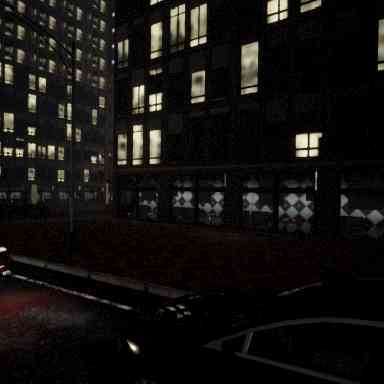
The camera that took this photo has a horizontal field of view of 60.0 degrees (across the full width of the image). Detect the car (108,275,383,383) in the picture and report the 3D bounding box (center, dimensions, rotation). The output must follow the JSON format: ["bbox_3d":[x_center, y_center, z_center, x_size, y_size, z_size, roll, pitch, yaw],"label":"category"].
[{"bbox_3d":[1.392,1.491,2.687,4.902,1.511,2.128,0,0,35],"label":"car"}]

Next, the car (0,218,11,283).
[{"bbox_3d":[-6.376,1.487,8.203,4.902,1.511,2.128,0,0,36],"label":"car"}]

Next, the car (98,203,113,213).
[{"bbox_3d":[-8.888,1.828,39.783,1.752,1.417,4.829,1,0,36],"label":"car"}]

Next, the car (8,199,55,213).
[{"bbox_3d":[-19.183,1.641,39.931,1.752,1.417,4.829,1,0,36],"label":"car"}]

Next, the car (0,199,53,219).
[{"bbox_3d":[-15.671,1.517,30.561,2.192,1.841,5.009,1,0,36],"label":"car"}]
